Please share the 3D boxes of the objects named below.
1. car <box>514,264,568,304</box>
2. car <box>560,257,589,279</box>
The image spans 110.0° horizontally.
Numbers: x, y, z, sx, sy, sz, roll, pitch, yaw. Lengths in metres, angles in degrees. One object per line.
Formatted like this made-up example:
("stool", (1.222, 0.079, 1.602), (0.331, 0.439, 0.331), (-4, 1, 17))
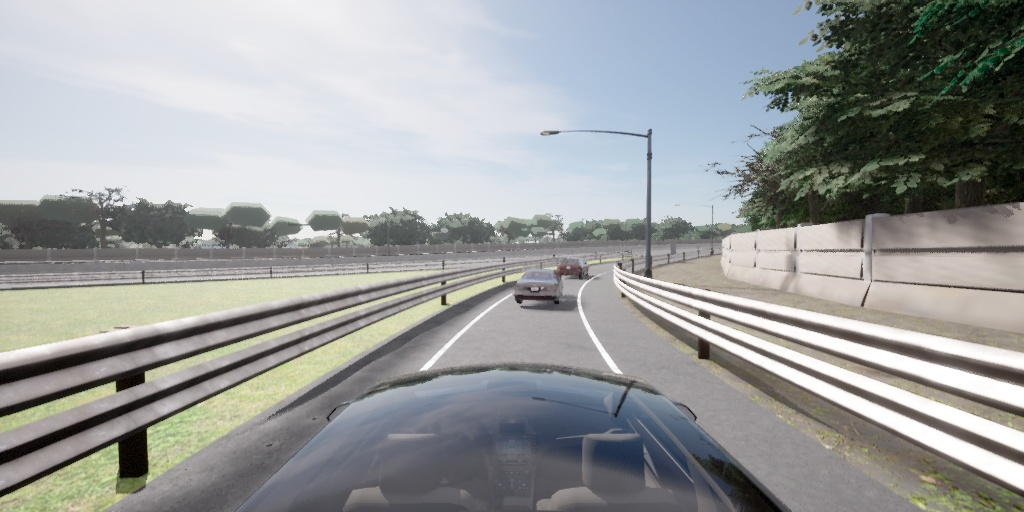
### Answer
("car", (1.311, 1.282, 16.107), (2.033, 1.411, 5.357), (0, 0, 10))
("car", (5.189, 0.898, 30.222), (2.097, 1.767, 4.553), (1, 1, 20))
